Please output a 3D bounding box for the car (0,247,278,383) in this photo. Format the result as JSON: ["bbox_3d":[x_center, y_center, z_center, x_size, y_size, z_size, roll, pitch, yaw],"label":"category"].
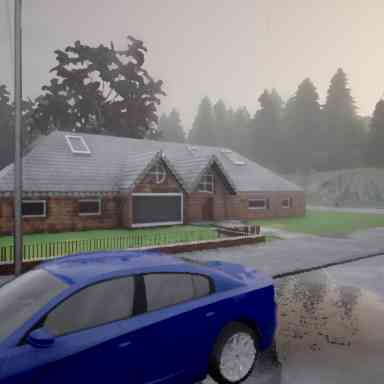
[{"bbox_3d":[-1.178,1.477,3.766,5.008,1.535,1.882,0,0,-36],"label":"car"}]
